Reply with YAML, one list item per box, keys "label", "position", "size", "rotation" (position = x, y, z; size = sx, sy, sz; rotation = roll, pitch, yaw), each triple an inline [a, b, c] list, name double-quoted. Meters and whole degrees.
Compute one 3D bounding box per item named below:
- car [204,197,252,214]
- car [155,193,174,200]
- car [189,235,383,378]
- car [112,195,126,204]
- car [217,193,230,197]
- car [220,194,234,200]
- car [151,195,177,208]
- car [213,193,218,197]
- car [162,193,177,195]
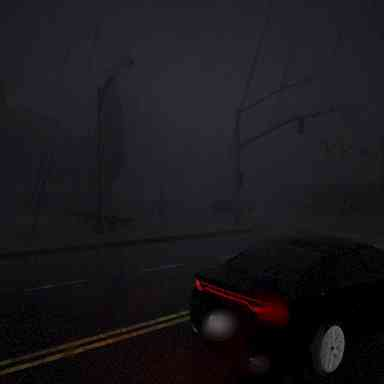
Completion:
- label: "car"
  position: [3.972, 1.547, 35.918]
  size: [2.033, 1.411, 5.357]
  rotation: [0, 0, -35]
- label: "car"
  position: [-7.303, 1.153, 89.220]
  size: [4.605, 1.855, 1.932]
  rotation: [0, 0, -37]
- label: "car"
  position: [2.278, 1.478, 5.631]
  size: [5.008, 1.535, 1.882]
  rotation: [0, 0, -37]
- label: "car"
  position: [-14.067, 1.362, 61.820]
  size: [2.097, 1.767, 4.553]
  rotation: [0, 0, -35]
- label: "car"
  position: [7.793, 1.395, 68.776]
  size: [3.806, 1.475, 1.970]
  rotation: [0, 0, -37]
- label: "car"
  position: [10.024, 1.395, 95.078]
  size: [3.806, 1.475, 1.970]
  rotation: [0, 0, -37]
- label: "car"
  position: [-4.164, 1.563, 47.532]
  size: [1.994, 1.385, 4.181]
  rotation: [0, 0, -35]
- label: "car"
  position: [6.079, 1.156, 71.110]
  size: [3.866, 1.878, 1.905]
  rotation: [0, 0, -37]
- label: "car"
  position: [-5.625, 1.156, 86.861]
  size: [3.866, 1.878, 1.905]
  rotation: [0, 0, -37]
